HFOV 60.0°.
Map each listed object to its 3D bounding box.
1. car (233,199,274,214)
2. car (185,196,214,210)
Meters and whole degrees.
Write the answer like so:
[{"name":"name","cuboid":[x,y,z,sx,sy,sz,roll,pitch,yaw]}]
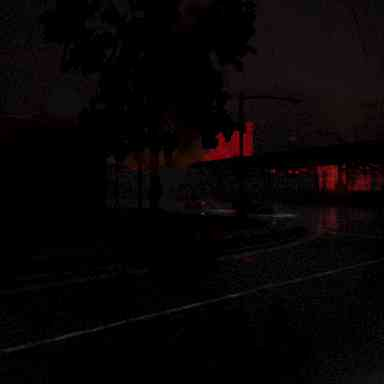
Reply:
[{"name":"car","cuboid":[6.426,1.478,35.385,1.882,1.535,5.008,0,0,-34]},{"name":"car","cuboid":[0.958,1.352,43.580,2.097,1.767,4.553,0,0,-33]}]
